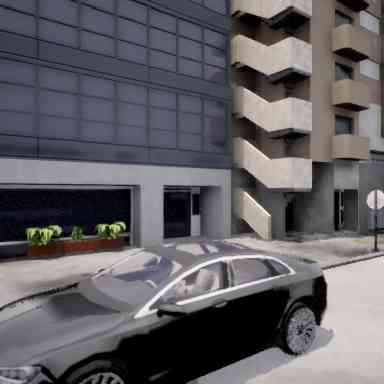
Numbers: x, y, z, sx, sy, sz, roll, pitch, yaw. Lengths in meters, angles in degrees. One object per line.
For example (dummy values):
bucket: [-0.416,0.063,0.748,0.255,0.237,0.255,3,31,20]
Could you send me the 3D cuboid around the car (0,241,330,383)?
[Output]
car: [-0.153,1.491,4.495,4.902,1.511,2.128,0,0,-35]
